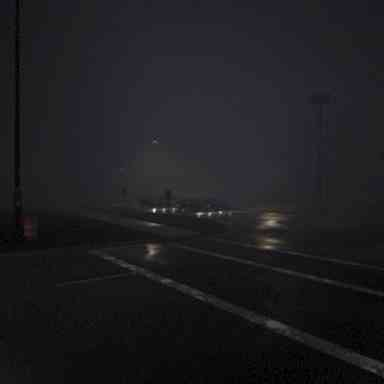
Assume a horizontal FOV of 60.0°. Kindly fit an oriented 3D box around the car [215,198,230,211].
[{"bbox_3d":[2.678,1.509,41.370,1.837,1.490,4.892,0,0,-35],"label":"car"}]

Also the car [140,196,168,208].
[{"bbox_3d":[-5.765,1.508,47.406,1.837,1.490,4.892,0,0,-35],"label":"car"}]

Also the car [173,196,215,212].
[{"bbox_3d":[0.106,1.508,38.930,1.837,1.490,4.892,0,0,-35],"label":"car"}]

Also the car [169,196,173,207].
[{"bbox_3d":[-3.086,1.356,49.688,2.097,1.767,4.553,0,0,-34],"label":"car"}]
